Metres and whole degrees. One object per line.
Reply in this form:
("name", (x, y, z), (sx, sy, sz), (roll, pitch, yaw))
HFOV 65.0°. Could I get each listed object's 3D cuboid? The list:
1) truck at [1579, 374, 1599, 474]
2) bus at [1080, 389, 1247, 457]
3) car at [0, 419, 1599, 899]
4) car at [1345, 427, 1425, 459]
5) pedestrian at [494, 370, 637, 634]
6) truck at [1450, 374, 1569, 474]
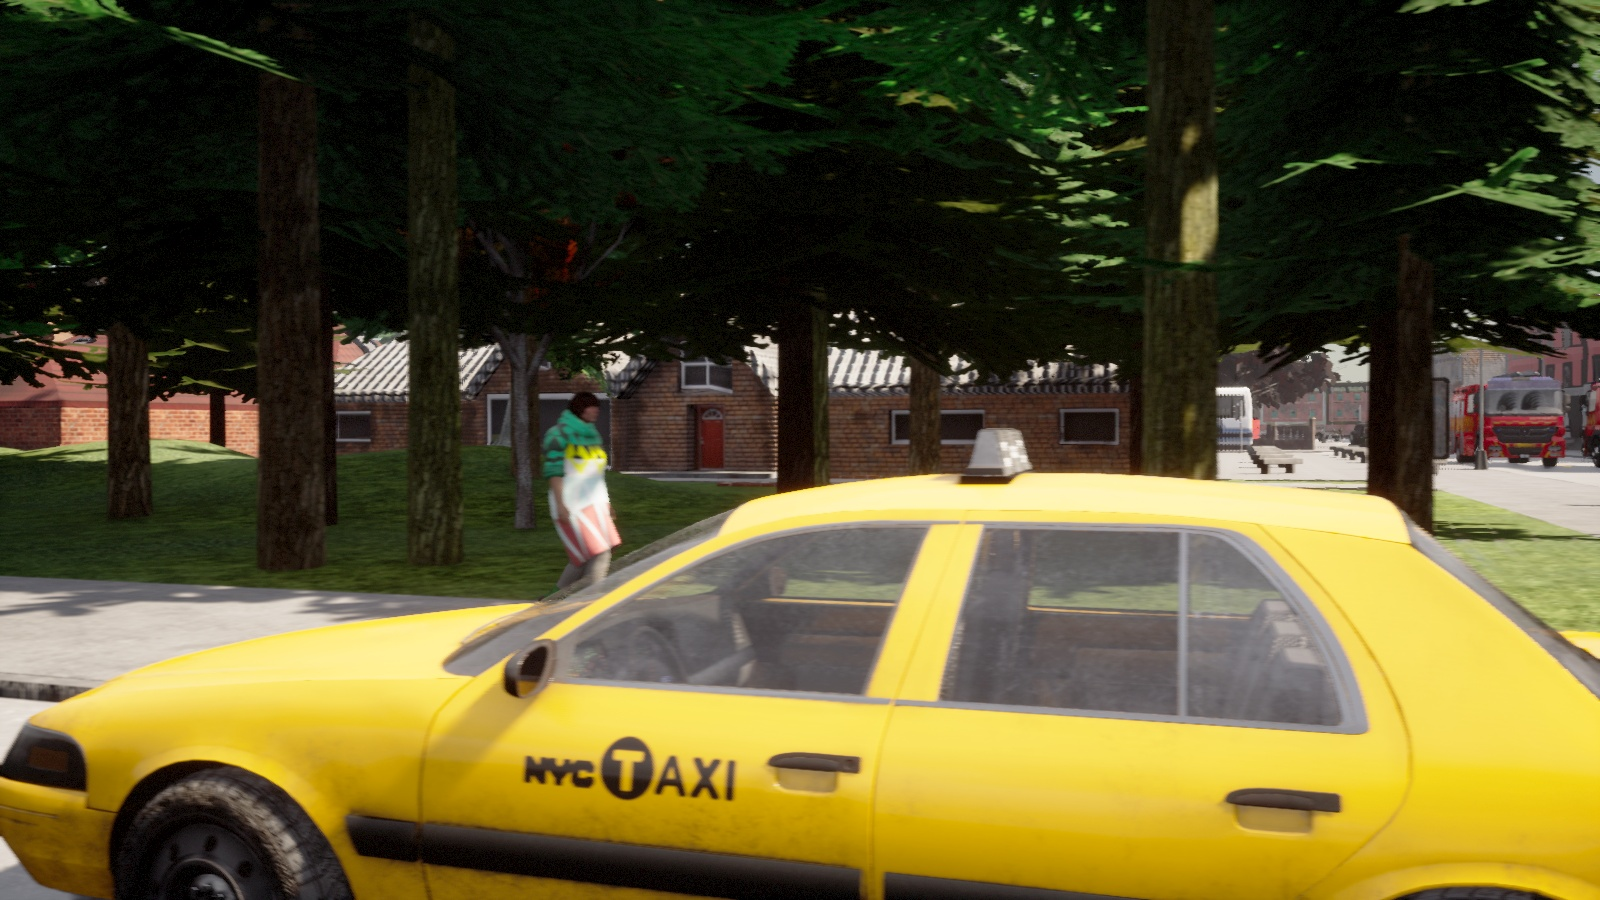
("truck", (31.589, -0.954, 46.469), (2.891, 3.827, 8.468), (1, 1, 19))
("bus", (23.802, -1.764, 82.381), (10.273, 4.253, 3.944), (1, 1, 18))
("car", (0.297, 0.711, 3.542), (5.366, 1.575, 1.801), (1, 1, 18))
("car", (34.875, -0.432, 74.977), (3.866, 1.878, 1.905), (0, 1, 3))
("pedestrian", (-1.807, 0.375, 9.730), (0.873, 1.952, 0.659), (1, 1, 19))
("truck", (29.490, -1.059, 52.588), (2.891, 3.827, 8.468), (1, 1, 20))
